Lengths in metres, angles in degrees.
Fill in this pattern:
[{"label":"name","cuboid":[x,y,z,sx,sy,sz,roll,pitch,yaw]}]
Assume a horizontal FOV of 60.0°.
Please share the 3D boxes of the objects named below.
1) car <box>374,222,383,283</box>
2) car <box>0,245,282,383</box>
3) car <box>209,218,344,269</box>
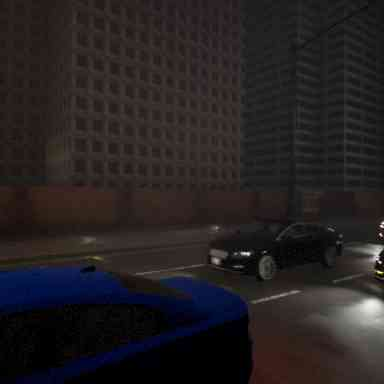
[{"label":"car","cuboid":[6.658,1.615,8.675,4.892,1.490,1.837,1,0,-35]},{"label":"car","cuboid":[-1.687,1.477,2.766,5.008,1.535,1.882,1,-1,-35]},{"label":"car","cuboid":[2.641,1.573,10.129,4.902,1.511,2.128,1,0,-35]}]
